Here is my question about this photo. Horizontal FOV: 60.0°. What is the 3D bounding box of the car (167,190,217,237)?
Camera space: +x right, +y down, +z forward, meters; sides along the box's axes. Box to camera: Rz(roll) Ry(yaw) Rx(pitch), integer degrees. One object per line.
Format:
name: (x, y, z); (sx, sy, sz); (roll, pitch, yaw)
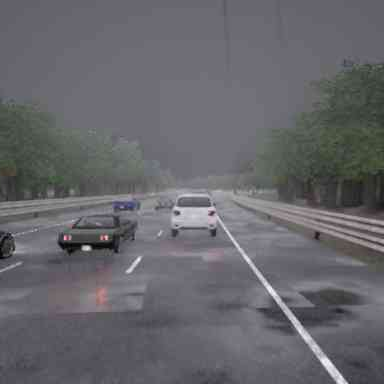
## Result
car: (0.135, 1.096, 17.498); (2.150, 2.045, 5.566); (0, 0, 1)

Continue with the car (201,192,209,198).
car: (3.437, 0.750, 84.849); (1.837, 1.490, 4.892); (0, 1, 4)

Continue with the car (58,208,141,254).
car: (-3.367, 1.501, 12.944); (1.895, 1.301, 4.718); (0, 0, 1)

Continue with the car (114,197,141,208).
car: (-6.407, 1.210, 33.307); (1.882, 1.535, 5.008); (0, 1, 2)

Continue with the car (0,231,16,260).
car: (-6.872, 1.482, 9.382); (1.994, 1.385, 4.181); (0, 0, 1)

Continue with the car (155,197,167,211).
car: (-2.838, 1.264, 36.440); (2.033, 1.411, 5.357); (0, 0, 2)

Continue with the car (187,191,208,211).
car: (0.661, 0.940, 37.364); (2.150, 2.045, 5.566); (0, 0, 2)
